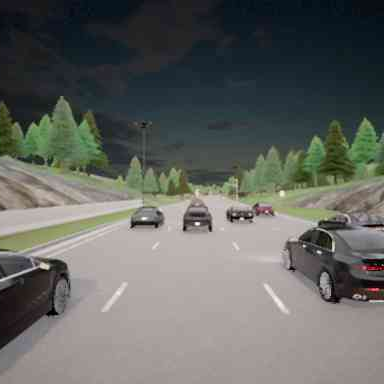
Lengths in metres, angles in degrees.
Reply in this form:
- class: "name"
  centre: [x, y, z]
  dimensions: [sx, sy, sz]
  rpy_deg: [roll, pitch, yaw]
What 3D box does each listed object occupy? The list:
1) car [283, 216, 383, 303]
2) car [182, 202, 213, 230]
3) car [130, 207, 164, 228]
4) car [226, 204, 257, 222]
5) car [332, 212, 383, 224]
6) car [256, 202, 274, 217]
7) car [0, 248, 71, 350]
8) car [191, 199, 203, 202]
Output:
- class: "car"
  centre: [3.722, 1.586, 8.383]
  dimensions: [1.837, 1.490, 4.892]
  rpy_deg: [0, 0, 0]
- class: "car"
  centre: [0.368, 1.673, 22.316]
  dimensions: [1.837, 1.490, 4.892]
  rpy_deg: [0, -1, 1]
- class: "car"
  centre: [-3.108, 1.729, 23.762]
  dimensions: [1.994, 1.385, 4.181]
  rpy_deg: [0, 0, 1]
- class: "car"
  centre: [3.951, 1.833, 28.303]
  dimensions: [1.895, 1.301, 4.718]
  rpy_deg: [0, 0, 1]
- class: "car"
  centre: [7.286, 1.640, 15.158]
  dimensions: [2.128, 1.511, 4.902]
  rpy_deg: [0, 0, 1]
- class: "car"
  centre: [7.539, 1.830, 35.728]
  dimensions: [1.812, 1.442, 4.674]
  rpy_deg: [0, 0, 1]
- class: "car"
  centre: [-3.324, 1.512, 4.702]
  dimensions: [2.128, 1.511, 4.902]
  rpy_deg: [0, 0, 0]
- class: "car"
  centre: [0.631, 1.666, 41.502]
  dimensions: [2.097, 1.767, 4.553]
  rpy_deg: [0, -1, 1]
